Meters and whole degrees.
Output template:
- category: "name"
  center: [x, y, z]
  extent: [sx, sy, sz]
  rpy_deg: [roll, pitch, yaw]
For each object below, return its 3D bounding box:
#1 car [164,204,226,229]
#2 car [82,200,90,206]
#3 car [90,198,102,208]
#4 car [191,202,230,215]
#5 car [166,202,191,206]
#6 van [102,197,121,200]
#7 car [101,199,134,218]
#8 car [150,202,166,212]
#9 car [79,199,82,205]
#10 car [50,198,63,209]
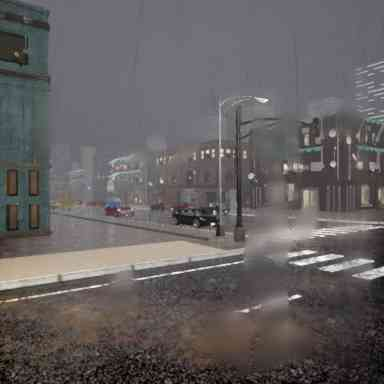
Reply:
- category: "car"
  center: [0.134, 1.814, 24.137]
  extent: [1.947, 1.339, 4.313]
  rpy_deg: [-1, 0, -35]
- category: "car"
  center: [-20.134, 2.227, 67.483]
  extent: [1.887, 1.381, 4.507]
  rpy_deg: [-1, 0, -35]
- category: "car"
  center: [-16.942, 1.940, 62.965]
  extent: [2.192, 1.841, 5.009]
  rpy_deg: [-1, 0, -35]
- category: "car"
  center: [2.252, 1.810, 35.859]
  extent: [2.008, 1.369, 4.403]
  rpy_deg: [-2, 0, -35]
- category: "car"
  center: [-0.945, 1.904, 40.377]
  extent: [1.802, 1.307, 4.206]
  rpy_deg: [-2, 0, -35]
- category: "van"
  center: [-13.743, 1.907, 58.447]
  extent: [1.690, 1.788, 3.998]
  rpy_deg: [-1, 0, -35]
- category: "car"
  center: [-7.787, 1.846, 35.533]
  extent: [1.967, 1.590, 4.097]
  rpy_deg: [-1, 0, -35]
- category: "car"
  center: [-4.142, 1.966, 44.894]
  extent: [1.802, 1.307, 4.206]
  rpy_deg: [-1, 0, -35]
- category: "car"
  center: [-26.530, 2.364, 76.519]
  extent: [1.947, 1.339, 4.313]
  rpy_deg: [-1, 0, -35]
- category: "car"
  center: [-23.677, 2.232, 57.983]
  extent: [1.752, 1.417, 4.829]
  rpy_deg: [-1, 0, -35]
